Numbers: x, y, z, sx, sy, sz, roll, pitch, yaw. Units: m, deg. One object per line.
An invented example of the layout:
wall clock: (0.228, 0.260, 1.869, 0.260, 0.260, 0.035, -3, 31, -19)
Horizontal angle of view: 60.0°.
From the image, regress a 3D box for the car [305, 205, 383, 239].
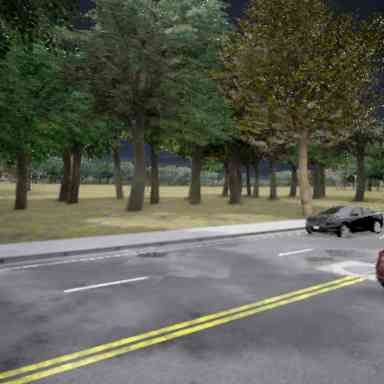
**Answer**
car: (7.969, 1.429, 17.299, 5.008, 1.535, 1.882, 0, 0, -35)

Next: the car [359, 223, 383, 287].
car: (6.086, 1.504, 7.779, 4.674, 1.442, 1.812, 0, 0, -35)
